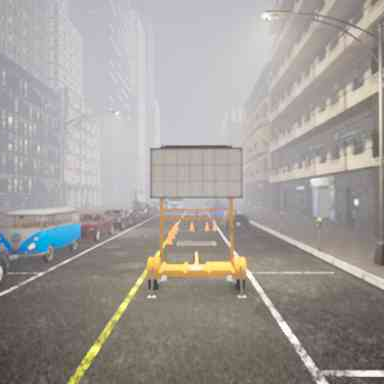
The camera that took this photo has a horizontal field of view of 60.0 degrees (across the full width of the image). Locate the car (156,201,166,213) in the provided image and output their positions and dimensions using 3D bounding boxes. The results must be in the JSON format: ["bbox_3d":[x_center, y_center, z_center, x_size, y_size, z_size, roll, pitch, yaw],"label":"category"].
[{"bbox_3d":[-5.135,2.137,45.584,2.008,1.369,4.403,0,-1,1],"label":"car"}]

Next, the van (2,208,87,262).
[{"bbox_3d":[-5.531,1.512,12.455,1.690,1.788,3.998,0,-1,1],"label":"van"}]

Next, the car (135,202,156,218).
[{"bbox_3d":[-5.267,1.884,34.543,1.967,1.590,4.097,0,-1,1],"label":"car"}]

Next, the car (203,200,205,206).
[{"bbox_3d":[3.640,2.559,78.617,1.947,1.339,4.313,0,-1,1],"label":"car"}]

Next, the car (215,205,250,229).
[{"bbox_3d":[2.982,1.826,23.397,2.008,1.369,4.403,0,-1,1],"label":"car"}]

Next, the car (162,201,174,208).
[{"bbox_3d":[-4.872,2.441,67.673,1.947,1.339,4.313,0,-1,1],"label":"car"}]

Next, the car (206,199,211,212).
[{"bbox_3d":[3.245,2.100,45.484,1.887,1.381,4.507,0,-1,1],"label":"car"}]

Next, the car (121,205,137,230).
[{"bbox_3d":[-5.398,1.871,23.496,1.947,1.339,4.313,0,-1,1],"label":"car"}]

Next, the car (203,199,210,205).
[{"bbox_3d":[3.772,2.673,89.831,1.752,1.417,4.829,0,-1,1],"label":"car"}]

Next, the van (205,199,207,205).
[{"bbox_3d":[3.310,1.968,51.009,1.690,1.788,3.998,0,-1,1],"label":"van"}]

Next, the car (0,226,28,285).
[{"bbox_3d":[-5.595,1.655,6.931,2.008,1.369,4.403,0,-1,1],"label":"car"}]

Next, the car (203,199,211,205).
[{"bbox_3d":[3.707,2.596,84.308,1.752,1.417,4.829,0,-1,1],"label":"car"}]

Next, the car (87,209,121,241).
[{"bbox_3d":[-5.464,1.782,17.975,1.887,1.381,4.507,0,-1,1],"label":"car"}]

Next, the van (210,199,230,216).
[{"bbox_3d":[3.112,1.754,34.444,1.690,1.788,3.998,0,-1,1],"label":"van"}]

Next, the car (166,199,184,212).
[{"bbox_3d":[-2.411,1.864,50.409,2.150,2.045,5.566,0,-1,1],"label":"car"}]

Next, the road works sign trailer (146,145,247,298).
[{"bbox_3d":[0.116,0.571,8.774,2.380,3.560,2.880,0,-1,1],"label":"road works sign trailer"}]

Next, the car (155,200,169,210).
[{"bbox_3d":[-5.004,2.170,56.631,1.967,1.590,4.097,0,-1,1],"label":"car"}]

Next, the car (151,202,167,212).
[{"bbox_3d":[-5.070,2.209,51.107,2.008,1.369,4.403,0,-1,1],"label":"car"}]
